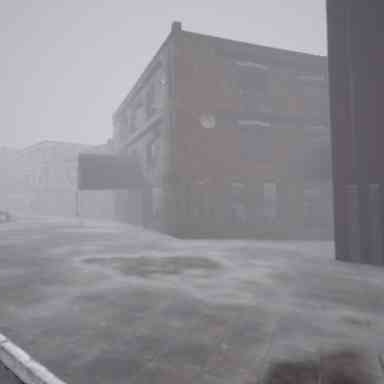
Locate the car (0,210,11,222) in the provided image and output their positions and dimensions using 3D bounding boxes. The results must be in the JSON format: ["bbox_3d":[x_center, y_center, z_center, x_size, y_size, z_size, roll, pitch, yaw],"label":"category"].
[{"bbox_3d":[-17.618,1.793,27.614,2.231,1.521,4.892,-1,-1,26],"label":"car"}]
